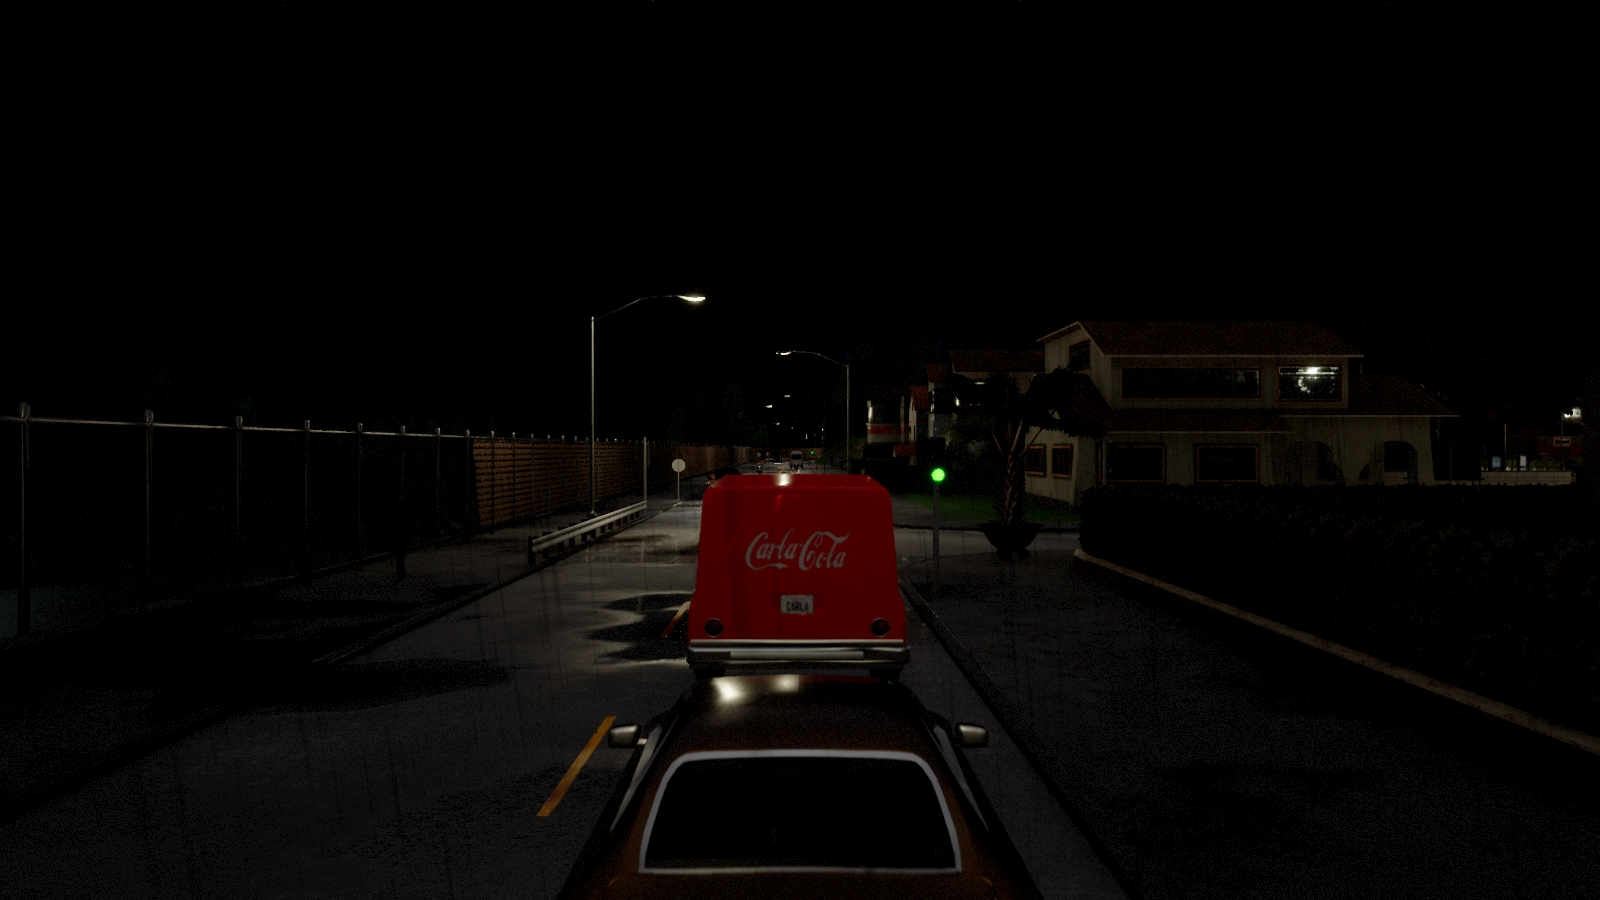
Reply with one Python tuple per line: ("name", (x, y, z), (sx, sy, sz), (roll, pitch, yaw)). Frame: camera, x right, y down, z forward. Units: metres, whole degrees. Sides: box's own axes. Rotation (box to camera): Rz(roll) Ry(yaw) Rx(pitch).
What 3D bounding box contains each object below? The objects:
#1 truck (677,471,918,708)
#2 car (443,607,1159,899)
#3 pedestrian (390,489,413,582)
("truck", (-0.035, 1.570, 15.083), (2.627, 2.467, 5.204), (0, 0, 0))
("car", (-0.007, 1.991, 5.951), (2.152, 1.651, 5.027), (0, 0, 0))
("pedestrian", (-8.165, 1.739, 23.397), (0.375, 1.860, 0.375), (0, 0, -7))
